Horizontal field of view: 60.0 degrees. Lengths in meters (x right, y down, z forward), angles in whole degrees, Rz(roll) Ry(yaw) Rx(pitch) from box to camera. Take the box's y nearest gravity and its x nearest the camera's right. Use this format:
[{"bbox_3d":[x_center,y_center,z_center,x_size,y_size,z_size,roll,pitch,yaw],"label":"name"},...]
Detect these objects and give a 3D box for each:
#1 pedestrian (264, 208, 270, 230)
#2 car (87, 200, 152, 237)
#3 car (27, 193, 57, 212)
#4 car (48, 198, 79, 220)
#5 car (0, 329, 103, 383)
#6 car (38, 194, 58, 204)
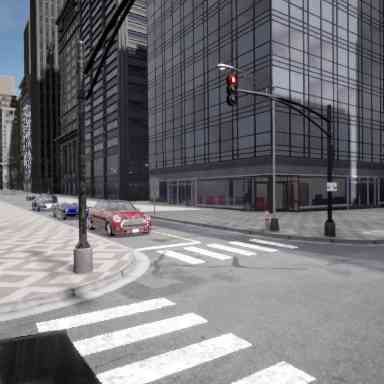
[{"bbox_3d":[3.896,1.373,17.267,0.500,1.100,0.500,0,0,-34],"label":"pedestrian"},{"bbox_3d":[-3.928,1.233,17.689,2.097,1.767,4.553,-1,1,-34],"label":"car"},{"bbox_3d":[-15.410,1.178,34.672,2.128,1.511,4.902,-1,1,-34],"label":"car"},{"bbox_3d":[-9.597,1.389,26.075,1.895,1.301,4.718,-1,1,-34],"label":"car"},{"bbox_3d":[-2.729,1.601,1.420,4.718,1.301,1.895,0,0,-34],"label":"car"},{"bbox_3d":[-21.153,0.985,48.834,1.837,1.490,4.892,-1,0,-34],"label":"car"}]
